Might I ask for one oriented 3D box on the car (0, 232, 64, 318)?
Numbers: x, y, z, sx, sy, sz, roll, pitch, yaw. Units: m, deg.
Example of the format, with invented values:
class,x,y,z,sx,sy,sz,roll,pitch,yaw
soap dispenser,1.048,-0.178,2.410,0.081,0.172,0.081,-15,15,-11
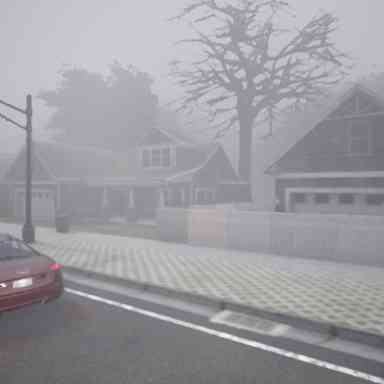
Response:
class,x,y,z,sx,sy,sz,roll,pitch,yaw
car,-4.573,1.550,6.959,4.181,1.385,1.994,0,0,36
